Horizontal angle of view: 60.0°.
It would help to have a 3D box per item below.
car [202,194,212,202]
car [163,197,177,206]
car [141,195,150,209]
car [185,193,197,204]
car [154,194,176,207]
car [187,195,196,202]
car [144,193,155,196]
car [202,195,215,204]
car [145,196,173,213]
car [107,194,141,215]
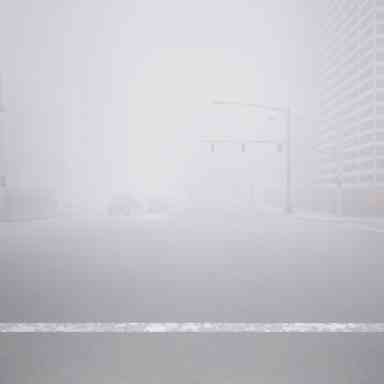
[{"bbox_3d":[3.343,1.355,74.633,2.097,1.767,4.553,0,0,0],"label":"car"},{"bbox_3d":[-3.709,1.564,56.543,1.994,1.385,4.181,0,0,0],"label":"car"},{"bbox_3d":[-7.197,1.547,44.842,2.033,1.411,5.357,0,0,0],"label":"car"},{"bbox_3d":[-0.137,1.221,63.810,2.150,2.045,5.566,0,0,0],"label":"car"},{"bbox_3d":[-3.696,1.352,46.730,2.097,1.767,4.553,0,0,0],"label":"car"},{"bbox_3d":[-0.160,1.382,74.481,1.994,1.385,4.181,0,0,0],"label":"car"},{"bbox_3d":[-7.205,1.223,56.122,2.150,2.045,5.566,0,0,0],"label":"car"},{"bbox_3d":[3.457,1.526,64.730,1.812,1.442,4.674,0,0,0],"label":"car"},{"bbox_3d":[-3.681,1.492,37.513,2.128,1.511,4.902,0,0,0],"label":"car"},{"bbox_3d":[-7.157,1.221,34.590,2.150,2.045,5.566,0,0,2],"label":"car"}]
